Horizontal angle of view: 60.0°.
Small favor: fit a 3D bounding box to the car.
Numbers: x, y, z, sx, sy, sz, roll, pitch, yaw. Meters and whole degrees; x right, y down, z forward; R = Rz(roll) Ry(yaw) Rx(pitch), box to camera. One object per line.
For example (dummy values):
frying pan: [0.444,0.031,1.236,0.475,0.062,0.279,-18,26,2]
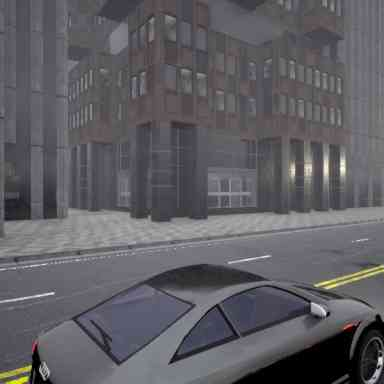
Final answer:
car: [0.451,1.563,3.800,4.181,1.385,1.994,0,0,-36]
